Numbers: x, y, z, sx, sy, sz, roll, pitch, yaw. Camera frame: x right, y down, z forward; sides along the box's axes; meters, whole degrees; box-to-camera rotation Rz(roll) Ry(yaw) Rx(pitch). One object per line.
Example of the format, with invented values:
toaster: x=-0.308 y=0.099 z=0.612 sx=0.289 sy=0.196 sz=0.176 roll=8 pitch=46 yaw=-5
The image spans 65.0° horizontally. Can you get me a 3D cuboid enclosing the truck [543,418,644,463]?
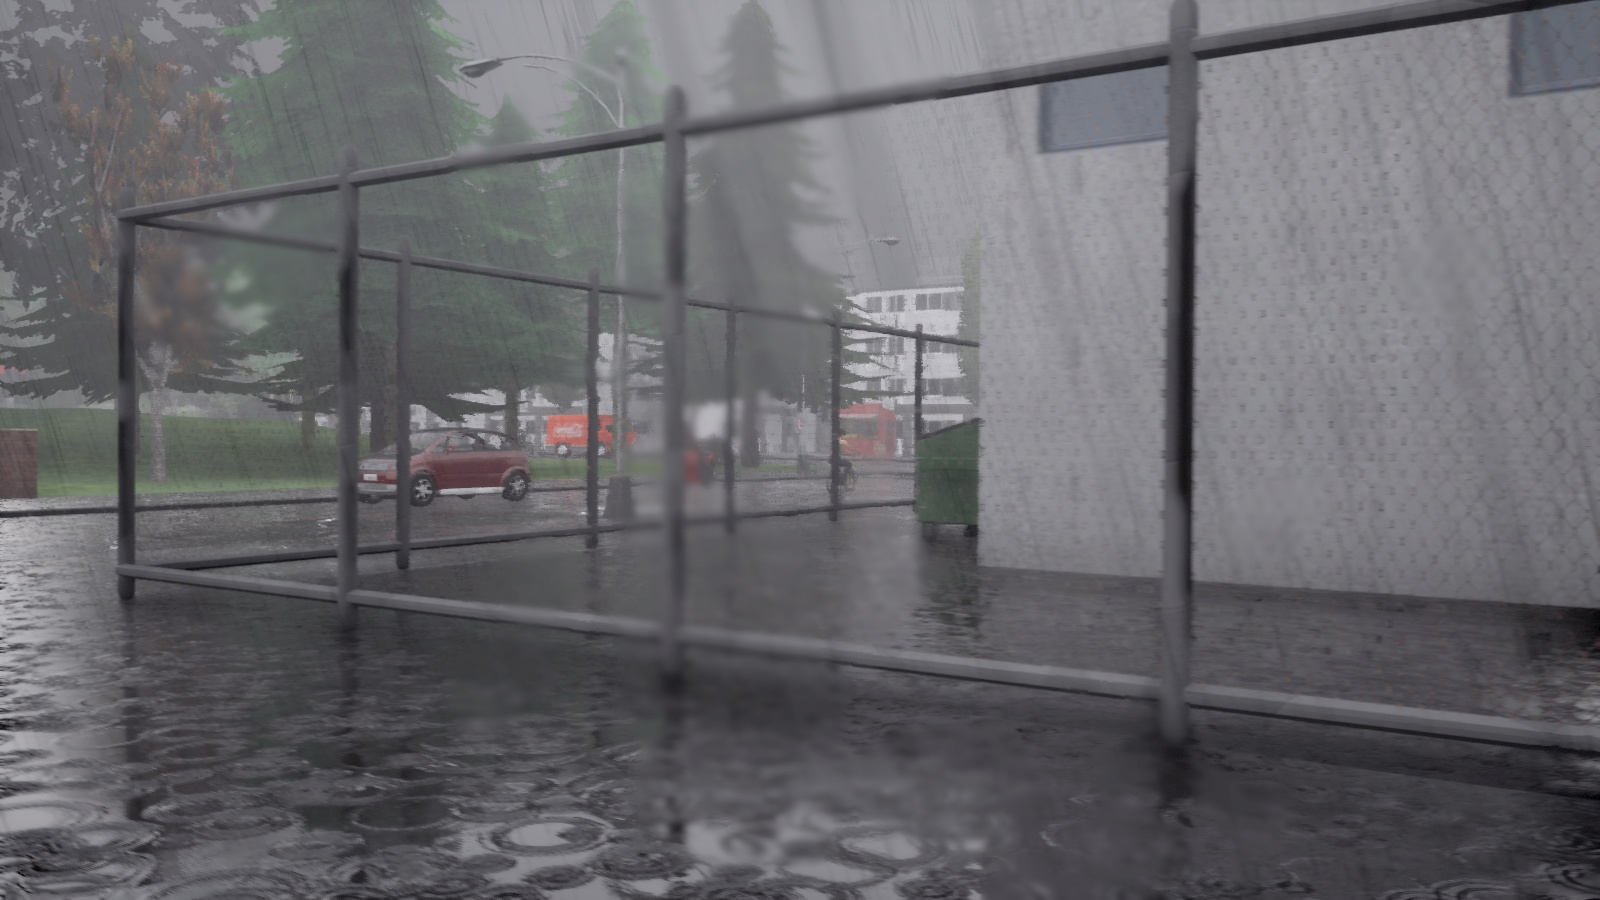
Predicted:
truck: x=-11.615 y=-0.544 z=70.560 sx=5.204 sy=2.467 sz=2.627 roll=0 pitch=1 yaw=33

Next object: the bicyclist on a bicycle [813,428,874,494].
bicyclist on a bicycle: x=1.096 y=0.254 z=31.312 sx=0.866 sy=1.612 sz=1.509 roll=0 pitch=1 yaw=32

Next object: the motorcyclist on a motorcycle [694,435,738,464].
motorcyclist on a motorcycle: x=-4.406 y=-0.035 z=65.937 sx=2.191 sy=1.530 sz=0.866 roll=0 pitch=1 yaw=33

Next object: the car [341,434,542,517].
car: x=-7.266 y=0.455 z=25.744 sx=1.789 sy=1.549 sz=3.705 roll=0 pitch=1 yaw=32

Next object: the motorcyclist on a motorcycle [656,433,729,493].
motorcyclist on a motorcycle: x=-2.776 y=0.324 z=32.703 sx=0.797 sy=1.523 sz=2.044 roll=0 pitch=0 yaw=33
